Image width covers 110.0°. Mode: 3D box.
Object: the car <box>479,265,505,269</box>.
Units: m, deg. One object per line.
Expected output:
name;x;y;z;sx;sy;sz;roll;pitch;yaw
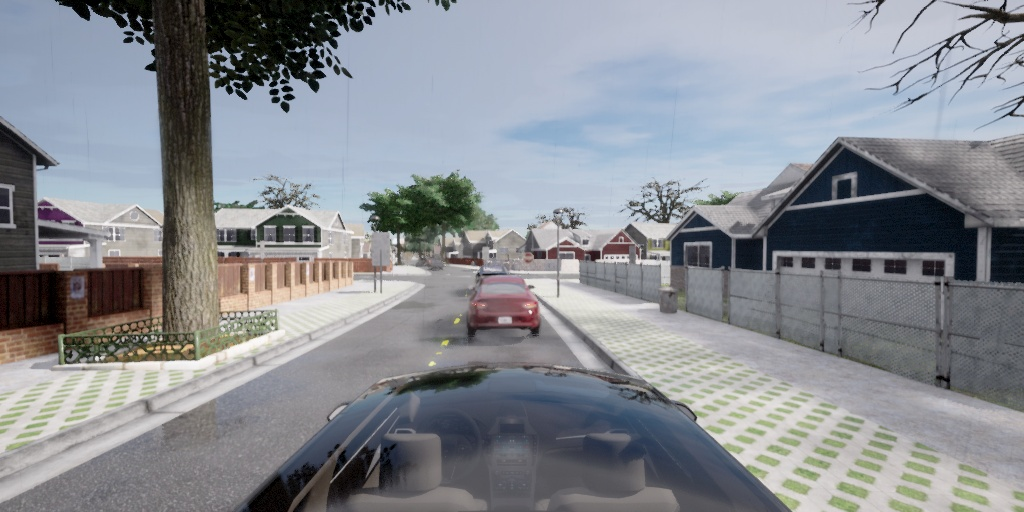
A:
car;-1.140;1.242;20.172;2.128;1.511;4.902;0;0;-6

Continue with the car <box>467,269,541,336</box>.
car;-0.281;1.272;10.330;1.812;1.442;4.674;0;0;-3

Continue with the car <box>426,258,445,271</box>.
car;-10.525;1.294;49.888;1.837;1.490;4.892;0;0;-18
